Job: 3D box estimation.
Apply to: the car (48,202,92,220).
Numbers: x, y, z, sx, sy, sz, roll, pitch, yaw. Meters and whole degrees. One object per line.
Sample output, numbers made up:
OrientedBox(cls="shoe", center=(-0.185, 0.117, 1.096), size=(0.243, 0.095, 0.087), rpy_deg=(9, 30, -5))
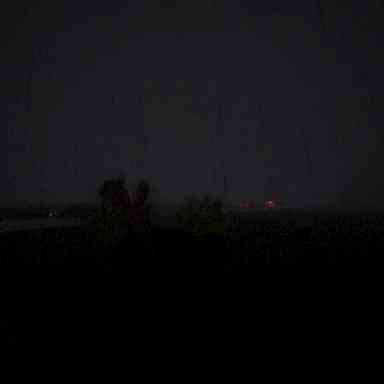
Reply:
OrientedBox(cls="car", center=(-10.996, 1.763, 31.212), size=(1.837, 1.490, 4.892), rpy_deg=(-1, 0, 36))

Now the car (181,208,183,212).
OrientedBox(cls="car", center=(0.212, 1.950, 46.764), size=(1.882, 1.535, 5.008), rpy_deg=(-1, -1, 36))

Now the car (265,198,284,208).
OrientedBox(cls="car", center=(15.272, 1.992, 61.542), size=(2.097, 1.767, 4.553), rpy_deg=(-1, -1, 36))

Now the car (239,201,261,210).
OrientedBox(cls="car", center=(9.383, 2.128, 53.267), size=(1.895, 1.301, 4.718), rpy_deg=(-1, -1, 36))
